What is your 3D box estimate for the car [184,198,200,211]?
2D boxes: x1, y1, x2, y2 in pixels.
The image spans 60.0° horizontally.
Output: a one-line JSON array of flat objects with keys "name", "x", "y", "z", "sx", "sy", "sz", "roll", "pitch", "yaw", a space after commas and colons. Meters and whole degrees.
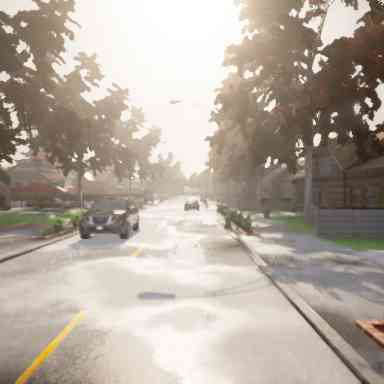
[{"name": "car", "x": -0.014, "y": 1.610, "z": 42.388, "sx": 1.994, "sy": 1.385, "sz": 4.181, "roll": 0, "pitch": 0, "yaw": 0}]

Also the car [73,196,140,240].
[{"name": "car", "x": -4.105, "y": 1.240, "z": 17.526, "sx": 2.150, "sy": 2.045, "sz": 5.566, "roll": 0, "pitch": 0, "yaw": 0}]

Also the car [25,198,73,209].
[{"name": "car", "x": -16.652, "y": 1.367, "z": 39.256, "sx": 5.357, "sy": 1.415, "sz": 2.033, "roll": 0, "pitch": 0, "yaw": 0}]

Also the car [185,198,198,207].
[{"name": "car", "x": -0.015, "y": 1.621, "z": 52.668, "sx": 1.994, "sy": 1.385, "sz": 4.181, "roll": 0, "pitch": 0, "yaw": 0}]
